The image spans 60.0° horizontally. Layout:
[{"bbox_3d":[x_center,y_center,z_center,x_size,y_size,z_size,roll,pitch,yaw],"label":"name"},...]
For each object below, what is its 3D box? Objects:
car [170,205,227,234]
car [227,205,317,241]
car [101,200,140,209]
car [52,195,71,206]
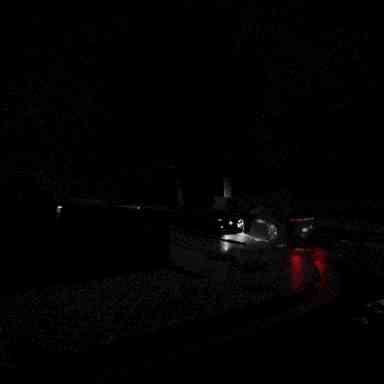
[{"bbox_3d":[0.504,1.437,18.564,4.181,1.385,1.994,-1,1,42],"label":"car"},{"bbox_3d":[3.920,1.365,16.222,2.128,1.511,4.902,-1,1,-20],"label":"car"},{"bbox_3d":[-6.162,1.383,28.519,1.895,1.301,4.718,-1,1,-35],"label":"car"},{"bbox_3d":[-18.159,1.191,46.199,2.033,1.411,5.357,-1,1,-32],"label":"car"}]
